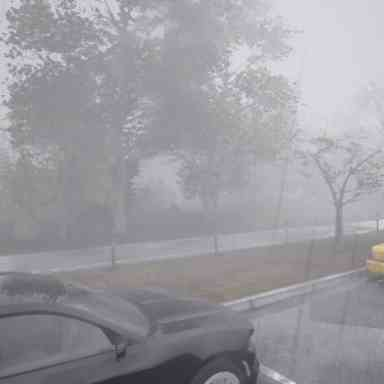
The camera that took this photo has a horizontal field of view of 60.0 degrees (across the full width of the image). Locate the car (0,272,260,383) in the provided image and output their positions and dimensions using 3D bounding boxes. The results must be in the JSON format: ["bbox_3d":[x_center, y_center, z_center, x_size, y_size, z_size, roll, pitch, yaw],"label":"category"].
[{"bbox_3d":[-1.614,1.501,2.907,5.008,1.535,2.097,0,0,-33],"label":"car"}]

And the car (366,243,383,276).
[{"bbox_3d":[6.772,1.494,8.805,5.366,1.575,1.946,0,0,-33],"label":"car"}]
